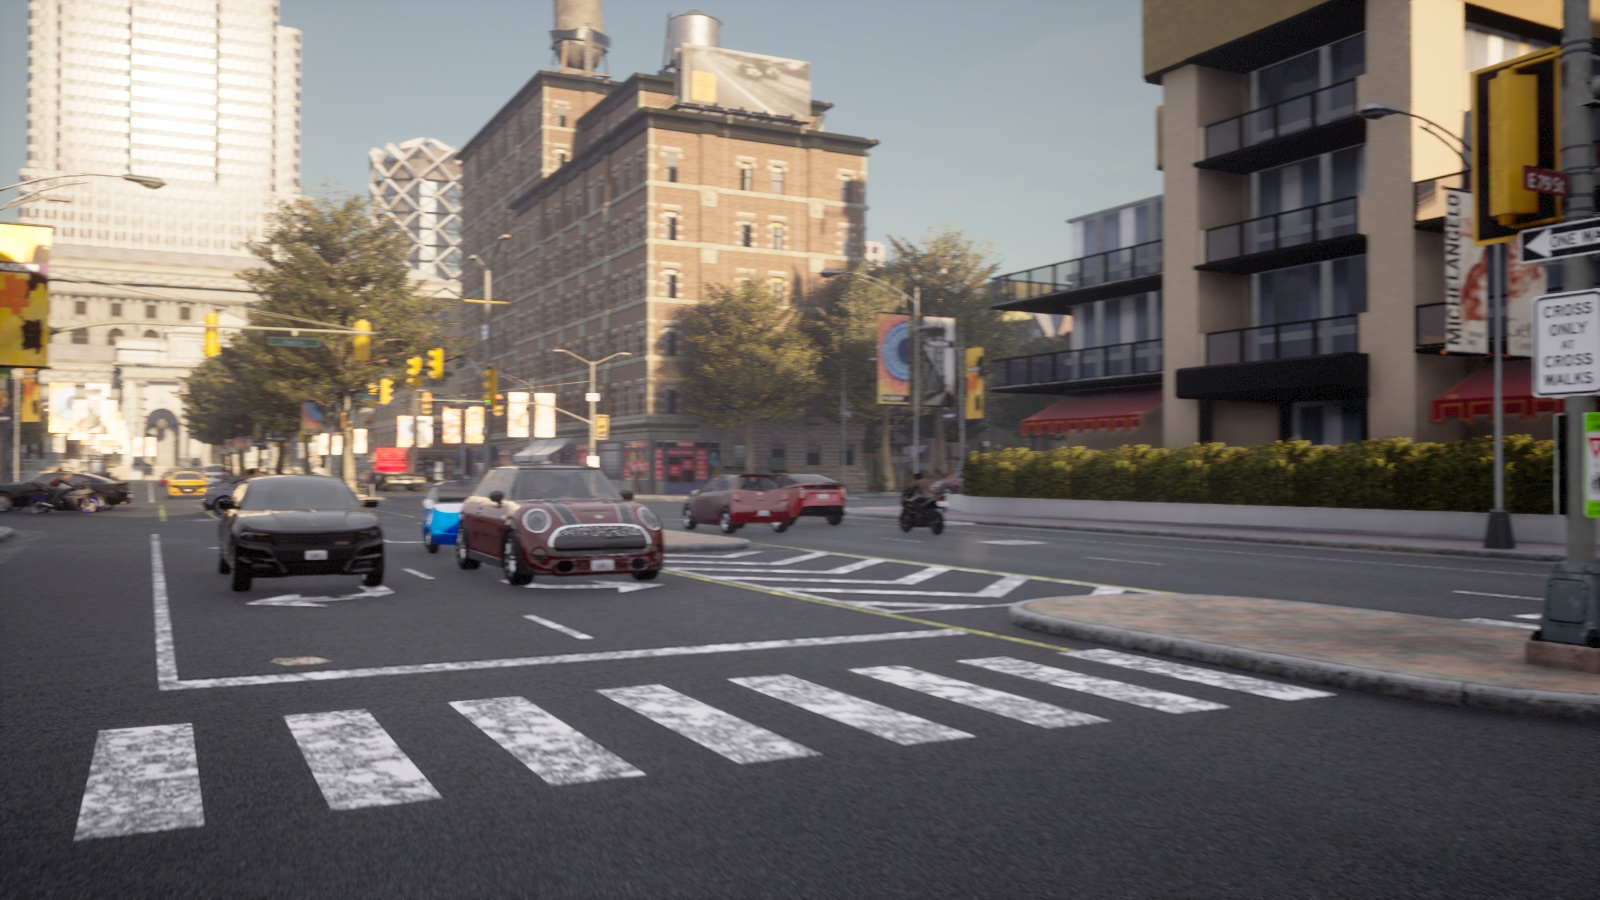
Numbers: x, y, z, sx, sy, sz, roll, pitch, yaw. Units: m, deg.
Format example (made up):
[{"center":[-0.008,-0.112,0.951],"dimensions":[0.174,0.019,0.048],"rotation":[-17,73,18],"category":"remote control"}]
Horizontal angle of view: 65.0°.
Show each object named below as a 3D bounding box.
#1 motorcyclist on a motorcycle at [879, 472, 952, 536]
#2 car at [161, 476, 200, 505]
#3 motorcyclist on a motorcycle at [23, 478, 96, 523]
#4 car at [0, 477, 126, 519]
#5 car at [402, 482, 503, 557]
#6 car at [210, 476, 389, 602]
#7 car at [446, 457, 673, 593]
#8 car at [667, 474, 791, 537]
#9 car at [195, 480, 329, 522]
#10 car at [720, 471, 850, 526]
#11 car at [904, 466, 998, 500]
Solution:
[{"center":[2.828,1.299,31.012],"dimensions":[0.797,1.523,2.044],"rotation":[0,-1,-28],"category":"motorcyclist on a motorcycle"},{"center":[-34.648,2.217,70.167],"dimensions":[1.882,1.535,5.008],"rotation":[0,-1,-27],"category":"car"},{"center":[-26.279,1.785,44.583],"dimensions":[2.191,1.530,0.866],"rotation":[0,-1,-28],"category":"motorcyclist on a motorcycle"},{"center":[-28.338,1.787,47.260],"dimensions":[5.008,1.535,1.882],"rotation":[0,-1,-18],"category":"car"},{"center":[-6.866,1.334,24.737],"dimensions":[1.481,1.376,2.207],"rotation":[0,-1,-28],"category":"car"},{"center":[-7.352,1.149,18.134],"dimensions":[1.882,1.535,5.008],"rotation":[0,-1,-28],"category":"car"},{"center":[-3.743,1.016,18.790],"dimensions":[2.097,1.767,4.553],"rotation":[0,-1,-28],"category":"car"},{"center":[-1.902,1.389,32.490],"dimensions":[1.845,1.501,3.633],"rotation":[0,-1,-28],"category":"car"},{"center":[-19.047,1.761,44.471],"dimensions":[4.181,1.385,1.994],"rotation":[0,-1,-28],"category":"car"},{"center":[-0.519,1.393,37.312],"dimensions":[2.007,1.525,4.514],"rotation":[0,-1,-28],"category":"car"},{"center":[8.054,1.741,66.825],"dimensions":[4.553,1.767,2.097],"rotation":[0,-1,-28],"category":"car"}]
